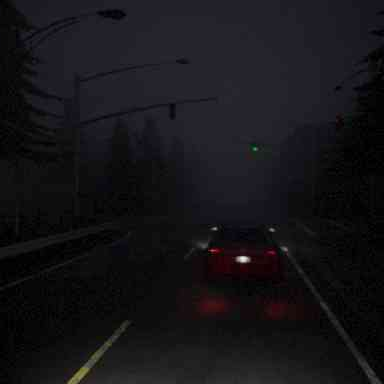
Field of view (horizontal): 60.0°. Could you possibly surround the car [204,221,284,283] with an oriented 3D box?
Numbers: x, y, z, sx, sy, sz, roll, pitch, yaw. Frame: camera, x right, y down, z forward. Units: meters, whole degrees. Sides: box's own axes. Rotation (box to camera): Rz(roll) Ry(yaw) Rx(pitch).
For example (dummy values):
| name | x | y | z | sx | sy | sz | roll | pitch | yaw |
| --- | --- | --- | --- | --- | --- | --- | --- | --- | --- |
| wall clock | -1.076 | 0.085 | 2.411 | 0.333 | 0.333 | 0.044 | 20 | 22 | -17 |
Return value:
| name | x | y | z | sx | sy | sz | roll | pitch | yaw |
| --- | --- | --- | --- | --- | --- | --- | --- | --- | --- |
| car | 1.484 | 1.528 | 9.710 | 1.994 | 1.385 | 4.181 | 0 | 0 | 9 |
